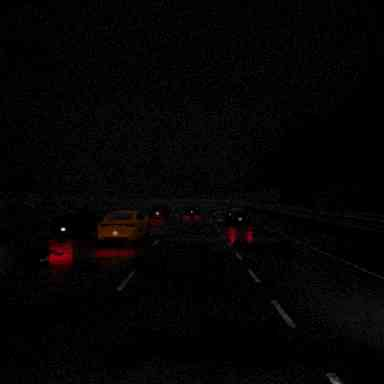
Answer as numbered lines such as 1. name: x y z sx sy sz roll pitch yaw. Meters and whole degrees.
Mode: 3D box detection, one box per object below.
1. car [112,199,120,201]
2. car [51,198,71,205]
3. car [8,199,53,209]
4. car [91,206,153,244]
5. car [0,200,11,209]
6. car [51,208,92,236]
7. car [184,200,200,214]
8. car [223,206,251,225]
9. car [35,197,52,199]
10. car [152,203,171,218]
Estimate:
1. car: -17.510 2.349 77.761 1.812 1.442 4.674 0 -1 0
2. car: -21.080 2.121 54.308 1.994 1.385 4.181 0 -1 0
3. car: -17.600 1.872 36.535 1.882 1.535 5.008 0 0 0
4. car: -3.402 1.692 17.223 1.882 1.535 5.008 0 0 0
5. car: -28.086 1.989 50.277 1.882 1.535 5.008 0 -1 0
6. car: -6.902 1.752 20.253 1.837 1.490 4.892 0 0 0
7. car: -0.004 2.033 41.381 1.895 1.301 4.718 0 0 0
8. car: 3.597 1.838 27.038 1.812 1.442 4.674 0 0 0
9. car: -24.574 1.782 54.535 2.150 2.045 5.566 0 -1 0
10. car: -3.404 1.892 35.436 1.837 1.490 4.892 0 0 0
